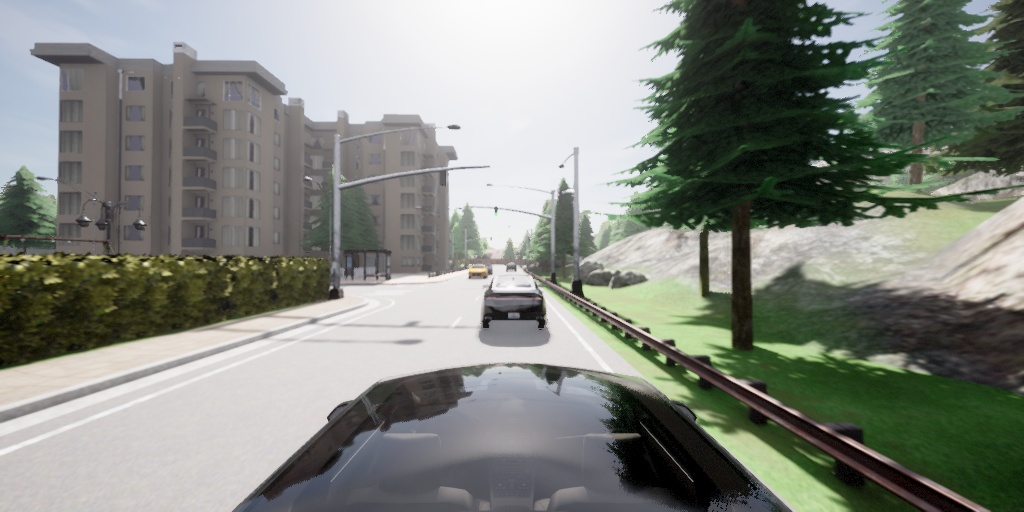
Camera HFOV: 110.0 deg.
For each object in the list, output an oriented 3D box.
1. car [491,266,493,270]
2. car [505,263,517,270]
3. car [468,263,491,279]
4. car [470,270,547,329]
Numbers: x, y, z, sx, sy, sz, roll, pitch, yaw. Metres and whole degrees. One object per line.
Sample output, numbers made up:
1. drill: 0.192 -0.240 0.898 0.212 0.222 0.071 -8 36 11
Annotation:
1. car: -3.767 1.706 49.673 2.097 1.767 4.553 0 -1 0
2. car: -0.134 2.047 64.966 1.837 1.490 4.892 0 -2 -1
3. car: -3.742 1.711 40.061 1.882 1.535 5.008 0 -1 0
4. car: 0.048 1.368 11.769 2.128 1.511 4.902 0 -1 0
